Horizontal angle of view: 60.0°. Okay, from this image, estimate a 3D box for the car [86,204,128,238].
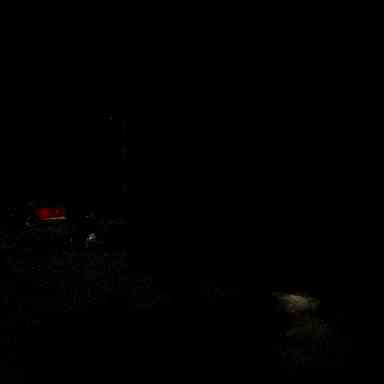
[{"bbox_3d":[-2.660,1.487,16.822,1.752,1.417,4.829,1,0,36],"label":"car"}]

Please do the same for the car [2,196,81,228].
[{"bbox_3d":[-9.278,1.211,21.361,2.192,1.841,5.009,1,0,36],"label":"car"}]

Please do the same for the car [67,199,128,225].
[{"bbox_3d":[-5.463,1.391,22.332,1.882,1.535,5.008,1,0,36],"label":"car"}]
